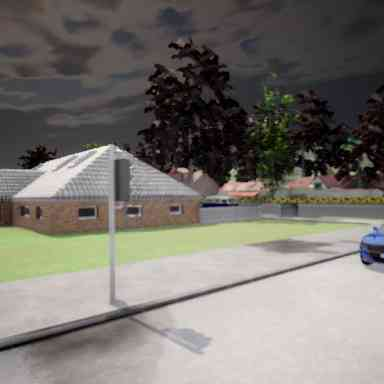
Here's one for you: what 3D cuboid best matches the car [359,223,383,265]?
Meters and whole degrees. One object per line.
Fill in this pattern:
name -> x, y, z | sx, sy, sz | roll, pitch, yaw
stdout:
car -> 7.392, 1.550, 11.093 | 5.008, 1.535, 1.882 | 0, -1, -40
